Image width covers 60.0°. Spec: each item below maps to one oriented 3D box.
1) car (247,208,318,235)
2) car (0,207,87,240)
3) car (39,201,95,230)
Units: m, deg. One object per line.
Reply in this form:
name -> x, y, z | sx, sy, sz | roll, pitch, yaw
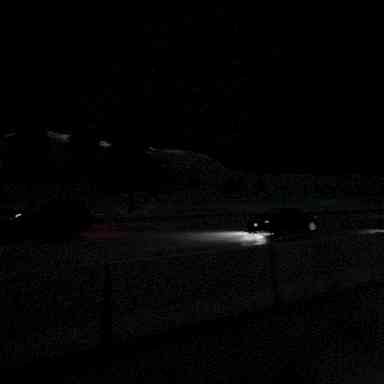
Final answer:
car -> 5.240, 1.618, 19.159 | 4.181, 1.385, 1.994 | 0, 0, -29
car -> -7.673, 1.565, 15.471 | 4.718, 1.301, 1.895 | 0, 0, -33
car -> -8.083, 1.317, 19.334 | 4.553, 1.767, 2.097 | 0, 0, -33
